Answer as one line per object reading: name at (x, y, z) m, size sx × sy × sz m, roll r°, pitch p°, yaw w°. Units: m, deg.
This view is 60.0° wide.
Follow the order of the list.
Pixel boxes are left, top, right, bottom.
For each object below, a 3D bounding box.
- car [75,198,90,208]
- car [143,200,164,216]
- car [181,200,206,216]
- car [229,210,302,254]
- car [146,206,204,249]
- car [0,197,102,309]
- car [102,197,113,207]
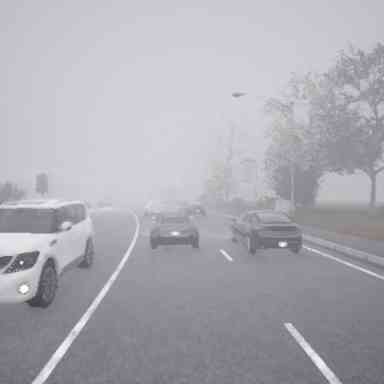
car at (-15.855, 1.587, 48.037) m, size 1.895 × 1.301 × 4.718 m, roll 0°, pitch 0°, yaw -20°
car at (-3.630, 1.514, 31.773) m, size 1.812 × 1.442 × 4.674 m, roll 0°, pitch 0°, yaw -12°
car at (0.032, 1.510, 31.323) m, size 1.812 × 1.442 × 4.674 m, roll 0°, pitch 0°, yaw -12°
car at (2.799, 1.492, 13.483) m, size 1.837 × 1.490 × 4.892 m, roll 0°, pitch 0°, yaw -5°
car at (-0.845, 1.557, 14.731) m, size 1.994 × 1.385 × 4.181 m, roll 0°, pitch 0°, yaw -6°
car at (-3.956, 1.225, 8.170) m, size 2.150 × 2.045 × 5.566 m, roll 0°, pitch 0°, yaw -4°
car at (-13.259, 1.477, 51.076) m, size 2.128 × 1.511 × 4.902 m, roll 0°, pitch 0°, yaw -20°
